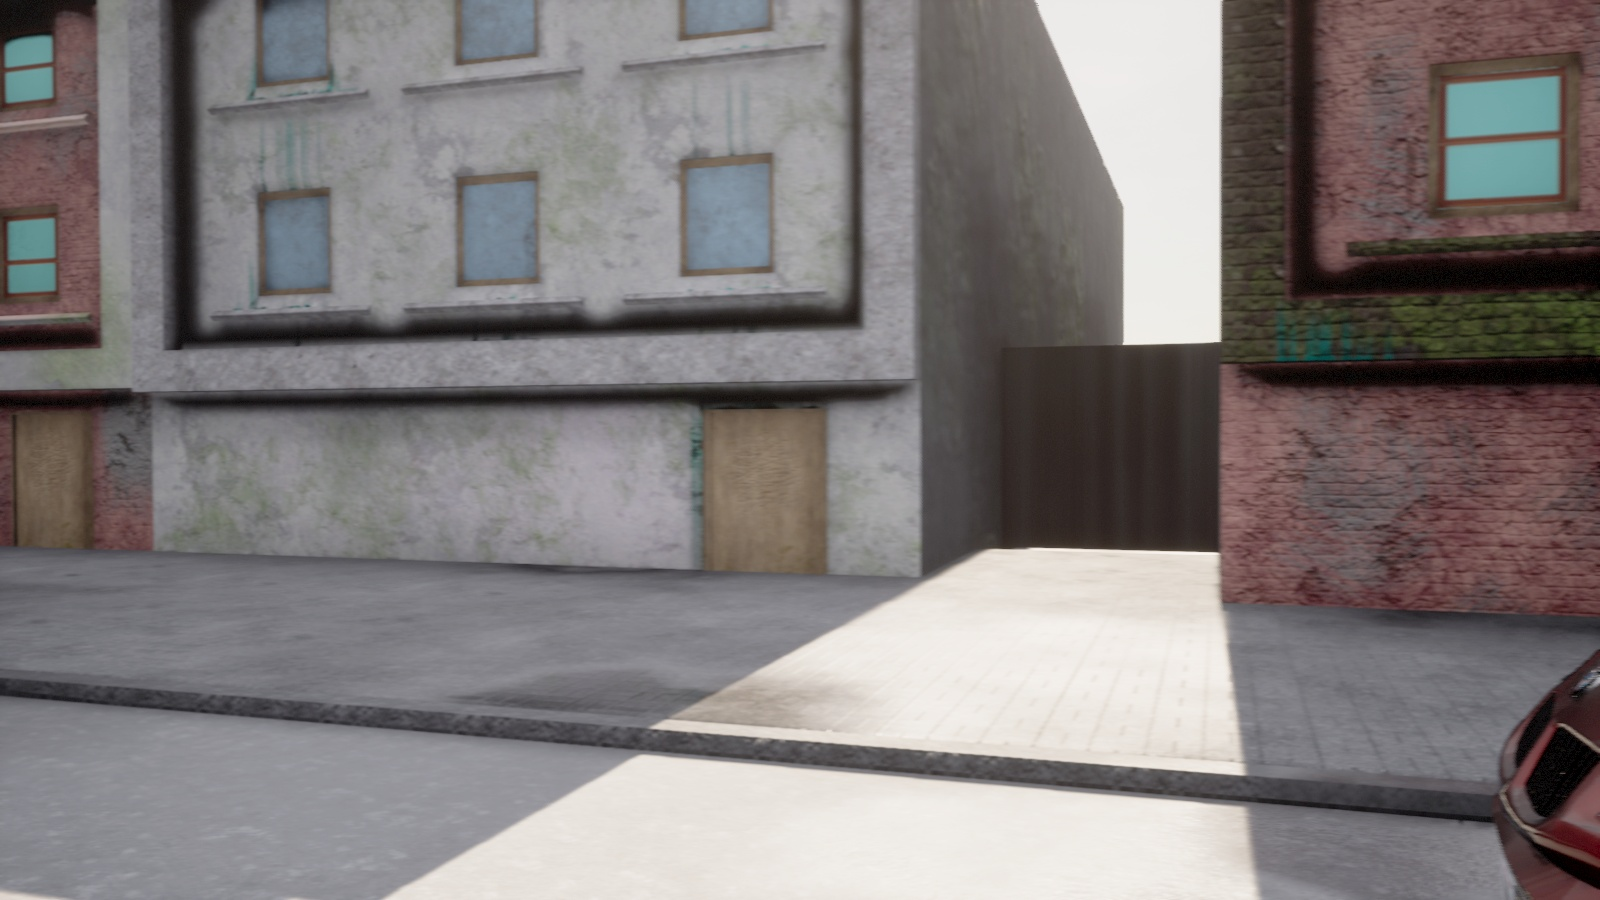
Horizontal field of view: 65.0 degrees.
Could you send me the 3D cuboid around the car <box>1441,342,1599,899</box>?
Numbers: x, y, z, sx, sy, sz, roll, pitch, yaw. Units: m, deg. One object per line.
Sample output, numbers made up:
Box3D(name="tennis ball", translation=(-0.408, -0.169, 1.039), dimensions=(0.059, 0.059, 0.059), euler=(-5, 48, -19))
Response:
Box3D(name="car", translation=(3.867, 0.647, 2.392), dimensions=(4.611, 1.667, 2.242), euler=(1, 1, 25))
